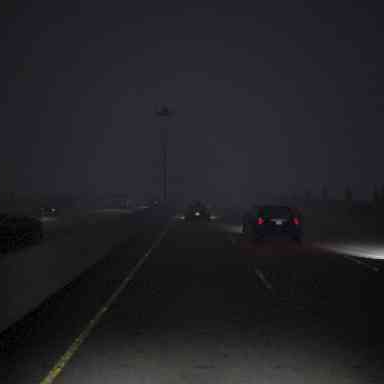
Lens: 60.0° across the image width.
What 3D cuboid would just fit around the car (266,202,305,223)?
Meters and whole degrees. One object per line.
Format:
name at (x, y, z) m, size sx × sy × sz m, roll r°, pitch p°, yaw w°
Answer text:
car at (7.434, 1.587, 26.781) m, size 1.994 × 1.385 × 4.181 m, roll 0°, pitch 0°, yaw 1°

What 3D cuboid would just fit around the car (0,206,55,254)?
car at (-6.965, 1.473, 11.583) m, size 2.128 × 1.511 × 4.902 m, roll 0°, pitch 0°, yaw 1°

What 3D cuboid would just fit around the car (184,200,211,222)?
car at (0.426, 1.571, 26.211) m, size 1.994 × 1.385 × 4.181 m, roll 0°, pitch 0°, yaw 1°

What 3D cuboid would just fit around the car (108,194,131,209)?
car at (-9.991, 1.250, 46.211) m, size 2.150 × 2.045 × 5.566 m, roll 0°, pitch 0°, yaw 1°

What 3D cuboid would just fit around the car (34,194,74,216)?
car at (-13.680, 1.209, 33.287) m, size 2.150 × 2.045 × 5.566 m, roll 0°, pitch 0°, yaw 1°

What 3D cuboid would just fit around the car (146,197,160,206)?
car at (-6.353, 1.565, 54.921) m, size 1.837 × 1.490 × 4.892 m, roll 0°, pitch 0°, yaw 1°

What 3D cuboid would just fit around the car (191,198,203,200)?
car at (0.643, 1.544, 42.926) m, size 2.163 × 1.488 × 4.792 m, roll 0°, pitch 0°, yaw 1°

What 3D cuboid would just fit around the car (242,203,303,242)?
car at (3.807, 1.359, 16.587) m, size 2.097 × 1.767 × 4.553 m, roll 0°, pitch 0°, yaw 1°
